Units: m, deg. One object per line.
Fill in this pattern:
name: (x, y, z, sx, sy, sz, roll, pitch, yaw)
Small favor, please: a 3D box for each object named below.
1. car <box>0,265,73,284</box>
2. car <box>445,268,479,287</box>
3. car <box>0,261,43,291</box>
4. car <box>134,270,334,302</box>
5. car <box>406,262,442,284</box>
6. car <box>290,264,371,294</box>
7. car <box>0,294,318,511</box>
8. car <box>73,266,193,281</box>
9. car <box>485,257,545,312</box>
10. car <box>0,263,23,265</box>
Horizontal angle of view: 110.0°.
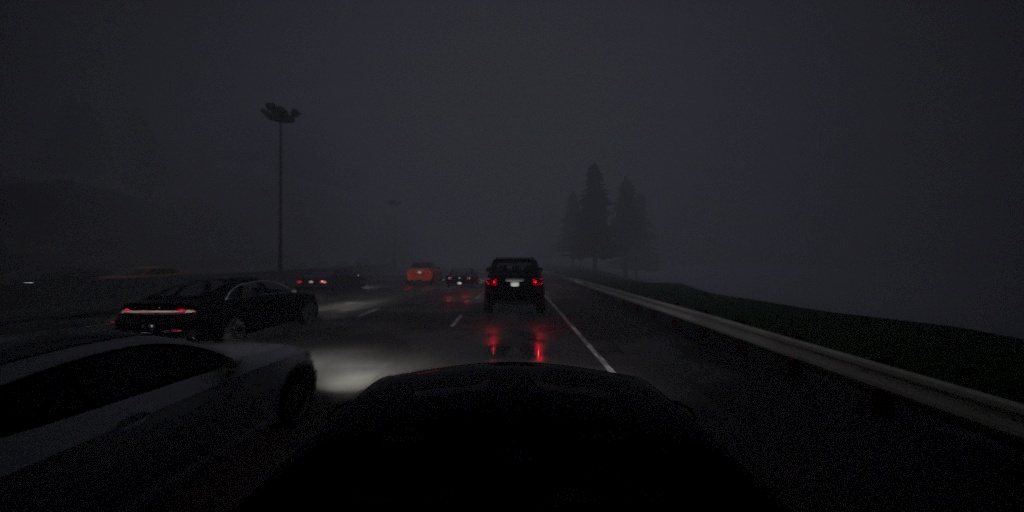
car: (-24.626, 1.349, 19.801, 2.128, 1.511, 4.902, 0, 0, 0)
car: (-3.440, 1.494, 25.554, 1.895, 1.301, 4.718, 0, 0, -1)
car: (-31.632, 1.217, 21.082, 2.097, 1.767, 4.553, 0, 0, 0)
car: (-6.905, 1.287, 9.162, 2.128, 1.511, 4.902, 0, 0, 0)
car: (-7.036, 1.266, 29.176, 2.097, 1.767, 4.553, 0, 0, -2)
car: (-10.408, 1.413, 21.072, 2.033, 1.411, 5.357, 0, 0, 0)
car: (-3.413, 1.281, 2.688, 1.812, 1.442, 4.674, 0, 0, 0)
car: (-21.132, 1.340, 20.632, 1.882, 1.535, 5.008, 0, -1, 0)
car: (0.099, 1.051, 14.718, 2.150, 2.045, 5.566, 0, 0, 0)
car: (-28.136, 1.360, 21.540, 2.128, 1.511, 4.902, 0, 0, 0)
